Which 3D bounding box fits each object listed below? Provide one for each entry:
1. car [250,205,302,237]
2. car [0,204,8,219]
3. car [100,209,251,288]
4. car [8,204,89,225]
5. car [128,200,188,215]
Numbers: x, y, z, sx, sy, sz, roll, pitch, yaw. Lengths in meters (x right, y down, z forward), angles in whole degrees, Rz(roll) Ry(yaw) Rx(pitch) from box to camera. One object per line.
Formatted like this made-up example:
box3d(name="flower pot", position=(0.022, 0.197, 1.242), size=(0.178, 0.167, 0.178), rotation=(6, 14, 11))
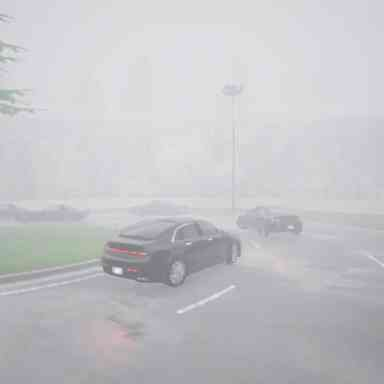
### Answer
box3d(name="car", position=(3.909, 1.409, 17.243), size=(1.812, 1.442, 4.674), rotation=(0, 0, -13))
box3d(name="car", position=(-14.887, 1.582, 25.456), size=(4.718, 1.301, 1.895), rotation=(-1, 0, -24))
box3d(name="car", position=(-0.294, 1.460, 9.313), size=(1.837, 1.490, 4.892), rotation=(2, 1, 34))
box3d(name="car", position=(-9.855, 1.555, 23.343), size=(4.718, 1.301, 1.895), rotation=(0, 0, -2))
box3d(name="car", position=(-2.891, 1.421, 28.976), size=(5.357, 1.411, 2.033), rotation=(0, 0, 22))
